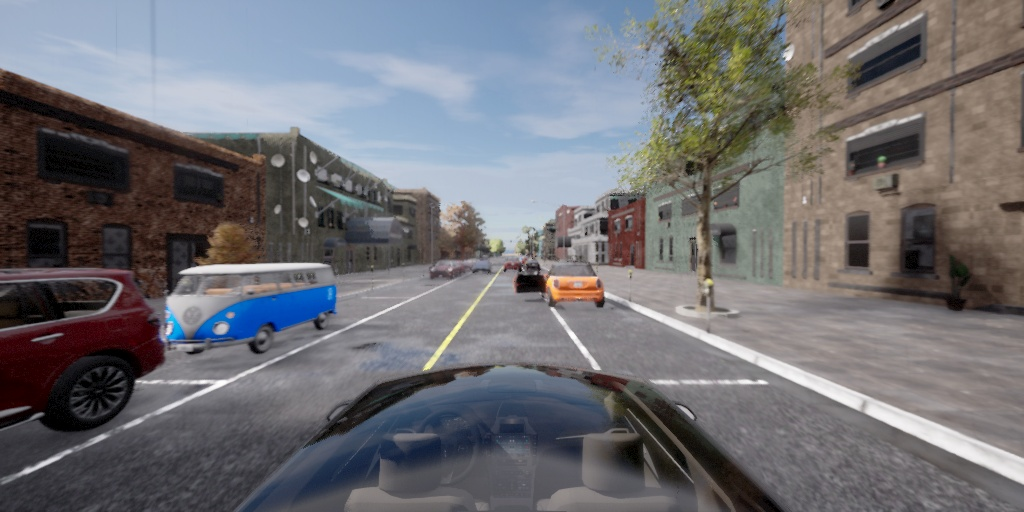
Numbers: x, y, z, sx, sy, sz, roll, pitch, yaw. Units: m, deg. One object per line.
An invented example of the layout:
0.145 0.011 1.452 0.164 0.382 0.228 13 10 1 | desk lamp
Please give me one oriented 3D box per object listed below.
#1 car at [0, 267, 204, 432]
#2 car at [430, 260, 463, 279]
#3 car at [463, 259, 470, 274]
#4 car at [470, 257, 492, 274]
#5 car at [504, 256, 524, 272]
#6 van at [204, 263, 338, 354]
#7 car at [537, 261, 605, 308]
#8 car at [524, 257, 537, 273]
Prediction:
-5.686 1.060 2.790 2.192 1.841 5.009 0 0 0 | car
-5.679 1.081 30.532 1.967 1.591 4.097 0 0 0 | car
-5.677 1.165 36.080 1.888 1.381 4.507 0 0 0 | car
-3.079 1.160 37.904 2.033 1.411 5.357 0 0 0 | car
0.091 0.943 43.850 2.097 1.767 4.553 0 0 0 | car
-5.685 1.066 8.338 1.690 1.789 3.998 0 0 0 | van
2.393 1.052 15.132 2.097 1.767 4.553 0 0 0 | car
2.707 1.143 47.177 1.948 1.339 4.313 0 0 0 | car
